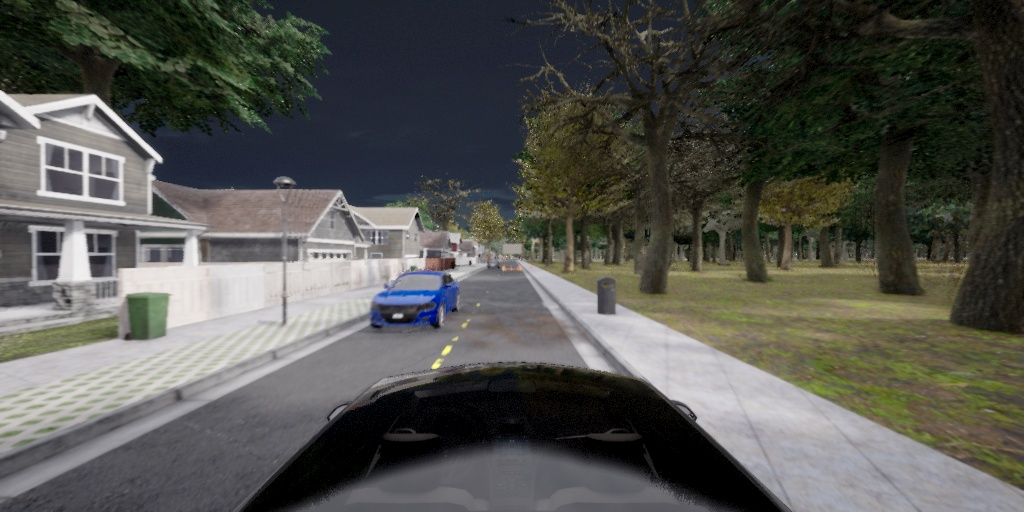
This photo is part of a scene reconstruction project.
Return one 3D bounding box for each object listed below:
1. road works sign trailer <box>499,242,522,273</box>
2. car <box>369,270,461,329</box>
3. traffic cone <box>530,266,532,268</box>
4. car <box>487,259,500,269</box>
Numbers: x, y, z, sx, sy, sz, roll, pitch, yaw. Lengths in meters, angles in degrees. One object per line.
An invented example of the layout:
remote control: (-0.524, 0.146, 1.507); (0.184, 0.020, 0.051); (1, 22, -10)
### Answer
road works sign trailer: (0.017, 0.207, 41.724); (2.380, 3.560, 2.880); (0, 0, 0)
car: (-2.846, 1.223, 11.450); (1.882, 1.535, 5.008); (0, 0, 0)
traffic cone: (2.829, 1.377, 52.965); (0.340, 0.580, 0.340); (0, 0, 2)
car: (-2.782, 1.239, 54.684); (2.128, 1.511, 4.902); (0, 0, 0)
